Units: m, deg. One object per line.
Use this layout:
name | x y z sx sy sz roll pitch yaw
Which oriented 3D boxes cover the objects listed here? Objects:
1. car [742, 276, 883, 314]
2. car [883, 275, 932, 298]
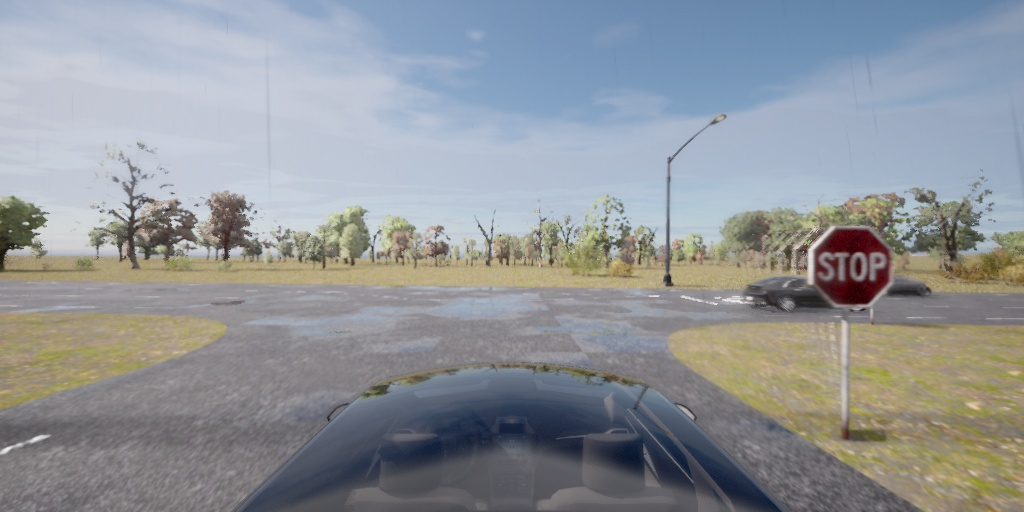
car | 12.982 1.670 15.946 4.892 1.490 1.837 1 0 0
car | 23.857 1.921 22.877 4.181 1.385 1.994 0 0 0
